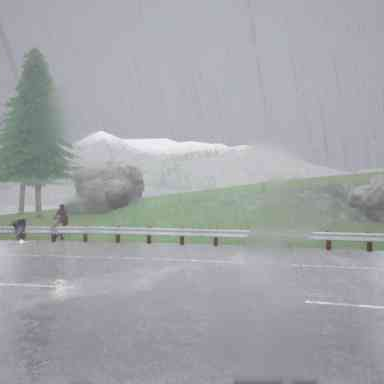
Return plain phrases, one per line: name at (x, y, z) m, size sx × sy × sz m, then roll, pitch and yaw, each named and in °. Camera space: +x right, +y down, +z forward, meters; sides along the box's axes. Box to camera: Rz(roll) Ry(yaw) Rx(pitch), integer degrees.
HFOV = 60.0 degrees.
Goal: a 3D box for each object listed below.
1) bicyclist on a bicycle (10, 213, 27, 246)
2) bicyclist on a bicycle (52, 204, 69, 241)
bicyclist on a bicycle at (-7.588, 1.727, 14.615) m, size 0.582 × 1.656 × 1.620 m, roll 1°, pitch 0°, yaw -14°
bicyclist on a bicycle at (-5.983, 1.392, 15.163) m, size 0.582 × 1.620 × 1.656 m, roll 4°, pitch -12°, yaw 0°
